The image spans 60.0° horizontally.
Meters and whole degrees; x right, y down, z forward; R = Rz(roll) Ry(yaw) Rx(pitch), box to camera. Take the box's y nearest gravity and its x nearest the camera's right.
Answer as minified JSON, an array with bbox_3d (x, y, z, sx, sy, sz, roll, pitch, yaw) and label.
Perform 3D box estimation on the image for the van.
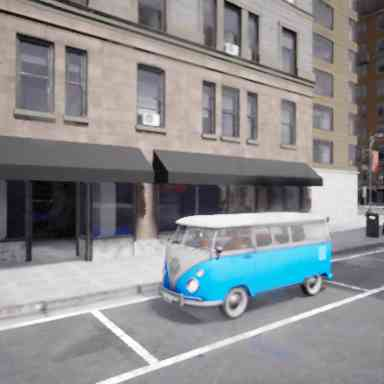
[{"bbox_3d":[1.284,1.361,7.107,3.998,1.788,1.690,0,0,-36],"label":"van"}]
